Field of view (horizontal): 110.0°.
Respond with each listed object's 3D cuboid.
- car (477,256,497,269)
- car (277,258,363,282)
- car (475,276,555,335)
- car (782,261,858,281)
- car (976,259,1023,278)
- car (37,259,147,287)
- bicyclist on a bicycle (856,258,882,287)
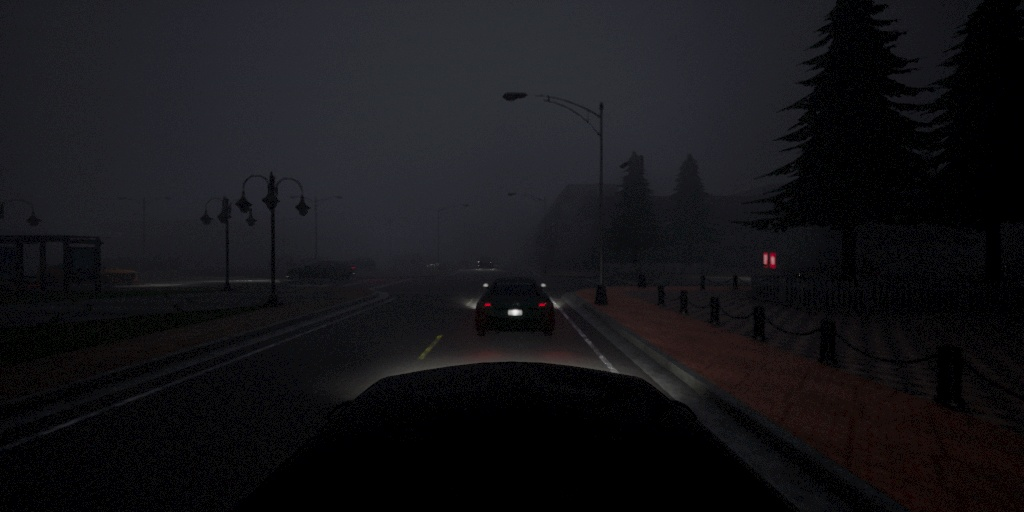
[{"bbox_3d":[-3.583,0.833,48.847,2.097,1.767,4.553,0,0,0],"label":"car"},{"bbox_3d":[-14.250,1.113,26.824,4.902,1.511,2.128,0,0,0],"label":"car"},{"bbox_3d":[0.075,1.265,10.320,1.994,1.385,4.181,0,0,0],"label":"car"},{"bbox_3d":[23.202,1.124,27.152,4.892,1.490,1.837,0,0,0],"label":"car"},{"bbox_3d":[38.571,0.868,27.213,4.718,1.301,1.895,0,0,-1],"label":"car"},{"bbox_3d":[-27.046,1.122,22.962,5.008,1.535,1.882,0,0,-1],"label":"car"},{"bbox_3d":[19.475,0.963,19.640,0.582,1.620,1.656,0,0,-1],"label":"bicyclist on a bicycle"}]
